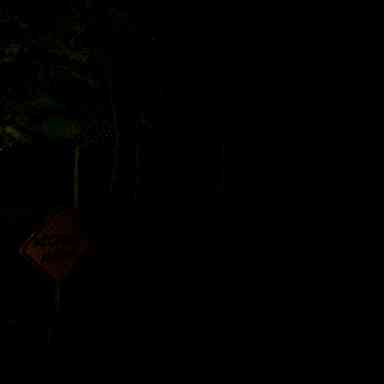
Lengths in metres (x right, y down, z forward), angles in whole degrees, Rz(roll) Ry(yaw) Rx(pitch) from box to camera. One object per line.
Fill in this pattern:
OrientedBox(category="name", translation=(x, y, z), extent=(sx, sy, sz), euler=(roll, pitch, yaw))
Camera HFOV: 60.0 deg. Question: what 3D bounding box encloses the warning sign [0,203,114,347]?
OrientedBox(category="warning sign", translation=(-2.117, 1.123, 5.250), extent=(1.060, 1.860, 1.300), euler=(1, 0, 34))
